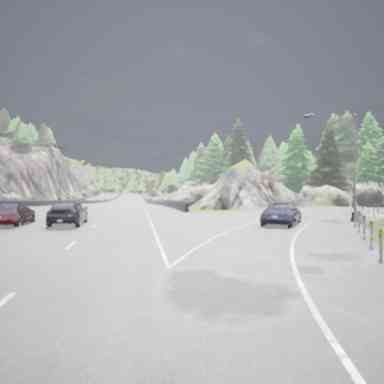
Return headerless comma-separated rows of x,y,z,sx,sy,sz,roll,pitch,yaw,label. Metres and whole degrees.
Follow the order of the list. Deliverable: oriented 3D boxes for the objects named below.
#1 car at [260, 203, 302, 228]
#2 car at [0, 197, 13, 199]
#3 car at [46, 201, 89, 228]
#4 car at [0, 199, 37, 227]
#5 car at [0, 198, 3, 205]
5.783,1.394,21.397,1.994,1.385,4.181,0,1,27,car
-30.715,1.532,52.628,1.882,1.535,5.008,0,-2,-9,car
-7.706,1.331,20.821,1.837,1.490,4.892,0,0,-9,car
-11.234,1.372,20.727,1.994,1.385,4.181,0,0,-9,car
-40.042,1.954,66.660,2.128,1.511,4.902,0,-2,-9,car
